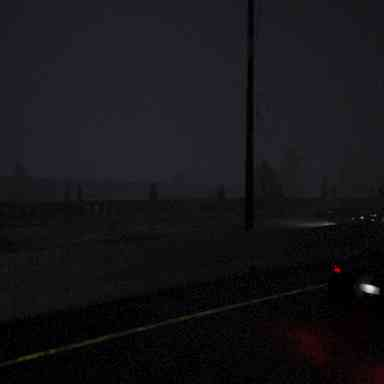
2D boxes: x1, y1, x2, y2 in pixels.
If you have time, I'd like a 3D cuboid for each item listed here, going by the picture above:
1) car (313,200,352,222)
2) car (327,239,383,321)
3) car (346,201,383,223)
[{"bbox_3d":[11.637,1.381,25.562,5.008,1.535,1.882,0,0,-21],"label":"car"},{"bbox_3d":[4.600,1.529,6.398,4.181,1.385,1.994,0,0,-31],"label":"car"},{"bbox_3d":[12.884,1.472,22.288,4.181,1.385,1.994,0,0,-21],"label":"car"}]
